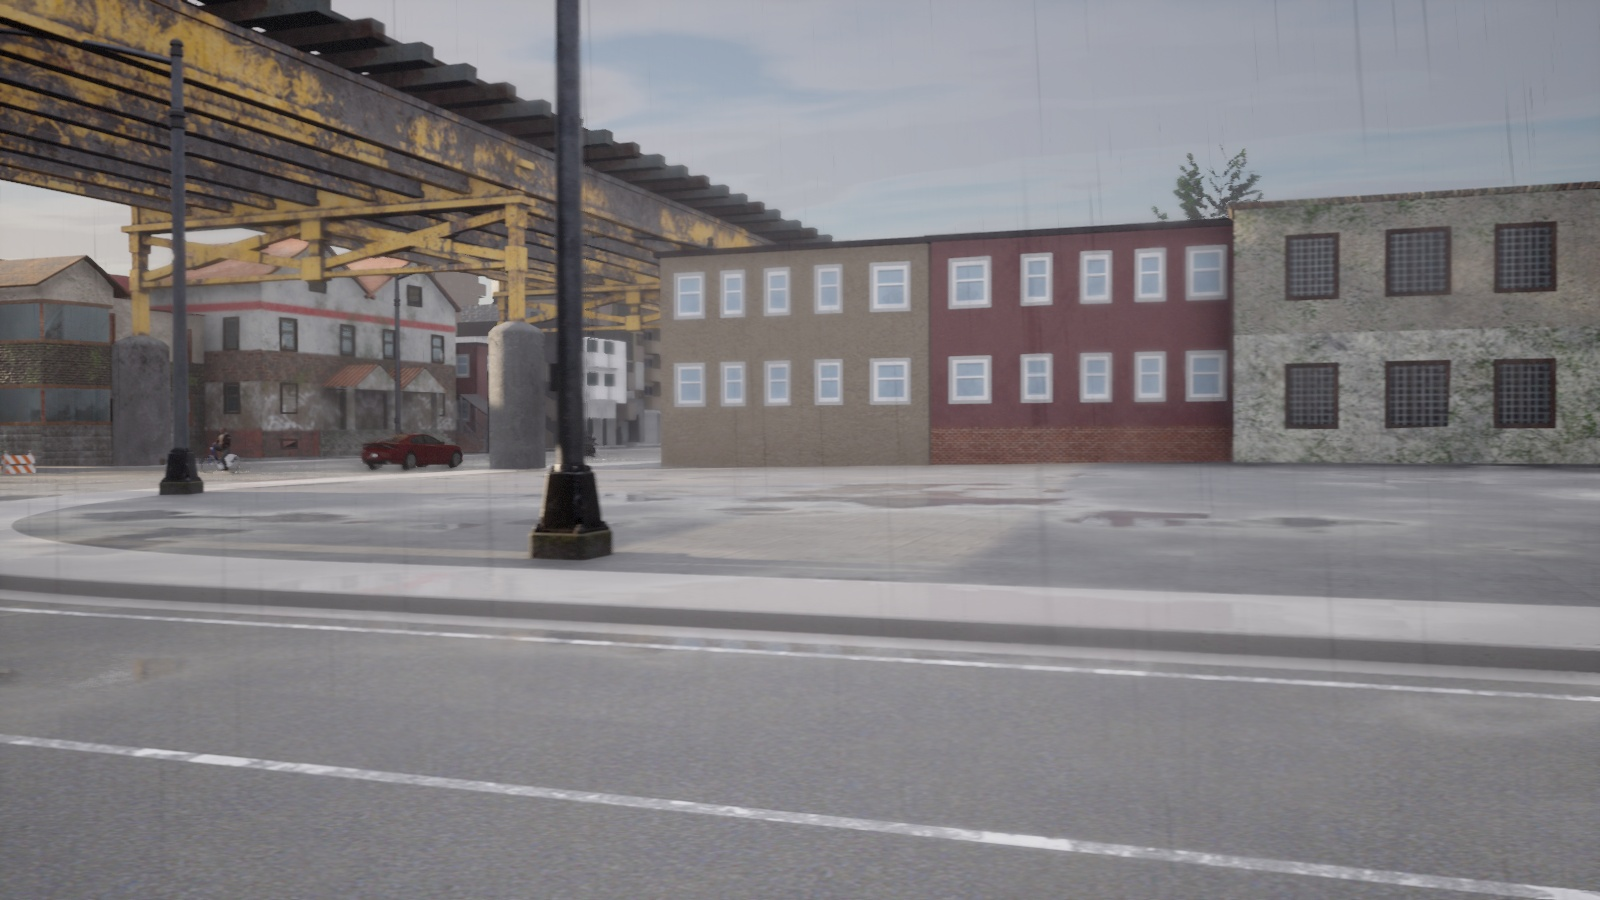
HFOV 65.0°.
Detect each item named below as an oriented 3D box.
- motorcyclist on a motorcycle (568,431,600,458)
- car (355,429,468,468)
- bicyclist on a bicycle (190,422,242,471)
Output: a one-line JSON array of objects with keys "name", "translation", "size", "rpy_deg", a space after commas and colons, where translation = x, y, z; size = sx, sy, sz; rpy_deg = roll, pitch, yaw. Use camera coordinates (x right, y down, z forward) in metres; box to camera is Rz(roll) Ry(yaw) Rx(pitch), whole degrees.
[{"name": "motorcyclist on a motorcycle", "translation": [-12.486, -0.348, 72.623], "size": [0.866, 1.530, 2.191], "rpy_deg": [1, 1, 20]}, {"name": "car", "translation": [-16.098, -0.094, 52.347], "size": [1.882, 1.535, 5.008], "rpy_deg": [1, 1, 20]}, {"name": "bicyclist on a bicycle", "translation": [-21.796, -0.135, 46.878], "size": [0.659, 1.776, 1.843], "rpy_deg": [1, 1, 20]}]
